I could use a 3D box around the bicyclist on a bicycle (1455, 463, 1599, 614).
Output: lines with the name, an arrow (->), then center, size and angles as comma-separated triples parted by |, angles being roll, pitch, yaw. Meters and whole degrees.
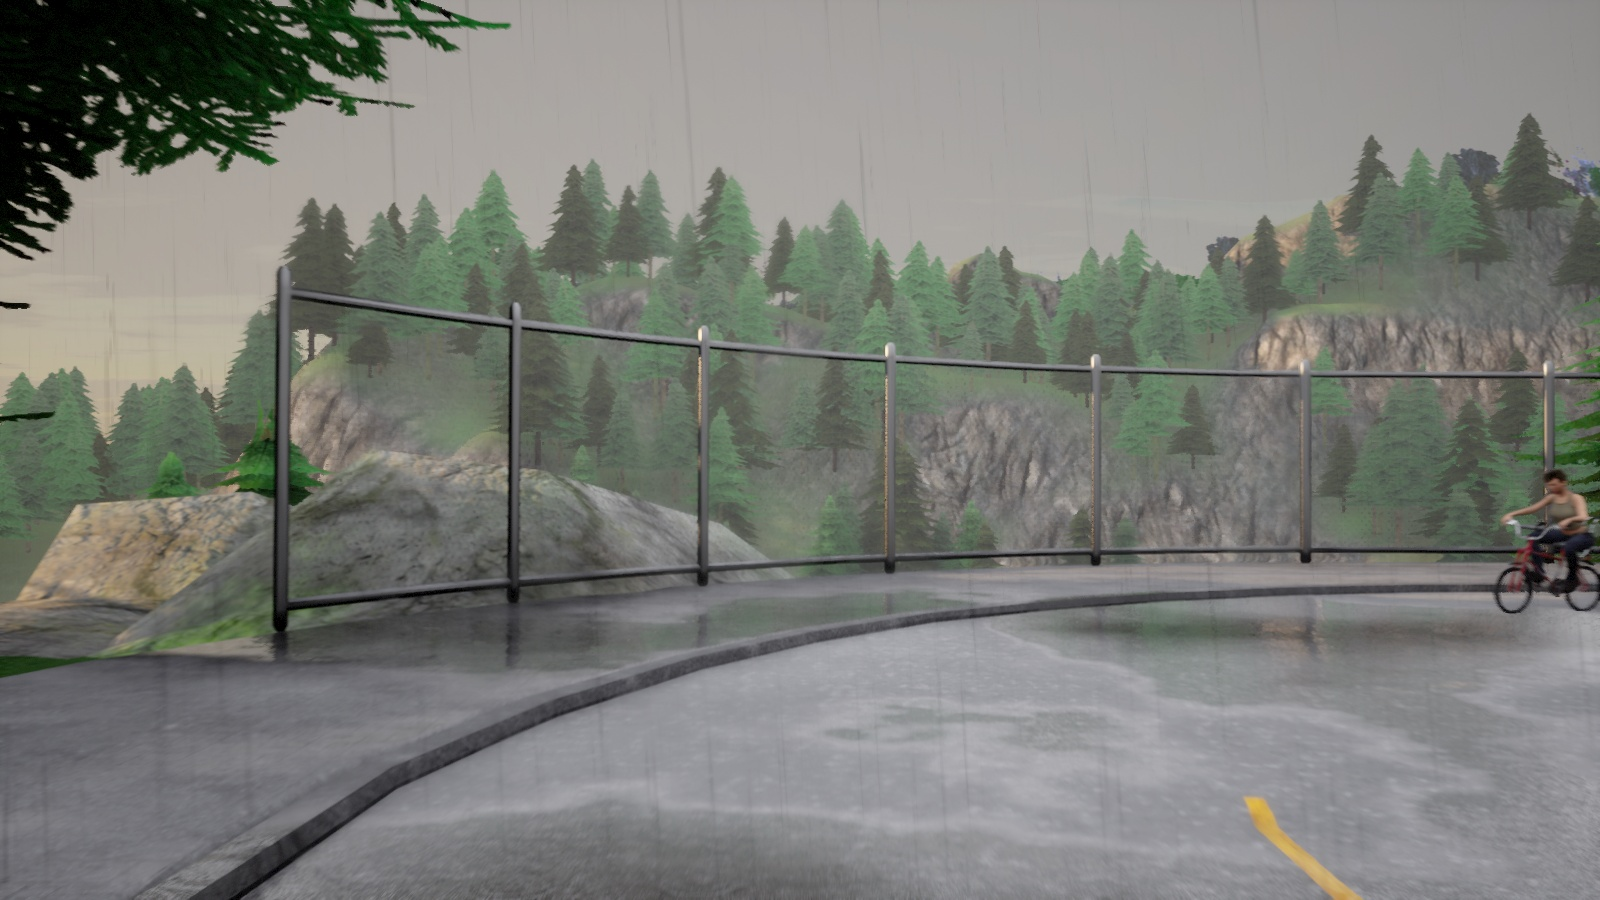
bicyclist on a bicycle -> 8.334, 0.957, 14.141 | 1.509, 1.612, 0.866 | 0, 1, -15
